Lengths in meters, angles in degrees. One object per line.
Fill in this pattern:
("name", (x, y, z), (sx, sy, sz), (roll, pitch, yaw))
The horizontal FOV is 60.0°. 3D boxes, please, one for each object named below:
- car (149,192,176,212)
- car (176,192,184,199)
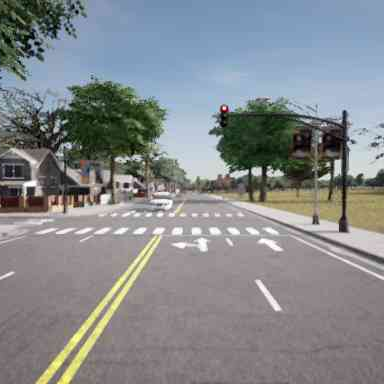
("car", (-3.251, 1.119, 35.827), (2.150, 2.045, 5.566), (0, 2, 0))
("car", (-3.252, 0.828, 87.756), (2.097, 1.767, 4.553), (0, 0, 0))
